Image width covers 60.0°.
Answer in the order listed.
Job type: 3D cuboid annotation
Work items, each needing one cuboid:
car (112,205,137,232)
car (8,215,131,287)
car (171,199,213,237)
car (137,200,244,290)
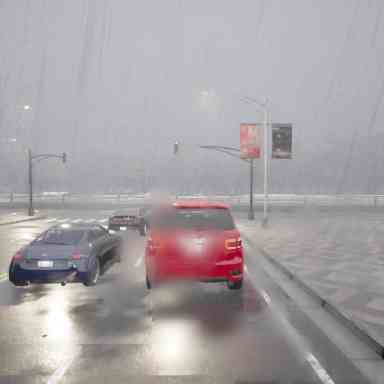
[{"bbox_3d":[-3.274,1.495,18.267,1.837,1.490,4.892,0,0,0],"label":"car"},{"bbox_3d":[-3.216,1.559,9.365,1.994,1.385,4.181,0,0,1],"label":"car"},{"bbox_3d":[-0.024,1.343,18.813,2.097,1.767,4.553,0,0,0],"label":"car"},{"bbox_3d":[0.044,1.217,9.223,2.150,2.045,5.566,0,0,-1],"label":"car"}]
